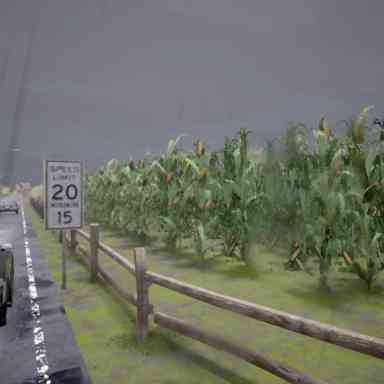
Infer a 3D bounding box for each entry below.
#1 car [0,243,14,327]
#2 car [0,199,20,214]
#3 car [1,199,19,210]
[{"bbox_3d":[-4.598,1.561,6.466,1.994,1.385,4.181,0,0,-27],"label":"car"},{"bbox_3d":[-19.051,1.535,34.573,2.033,1.411,5.357,0,0,-27],"label":"car"},{"bbox_3d":[-23.648,1.587,43.349,1.895,1.301,4.718,0,0,-27],"label":"car"}]
